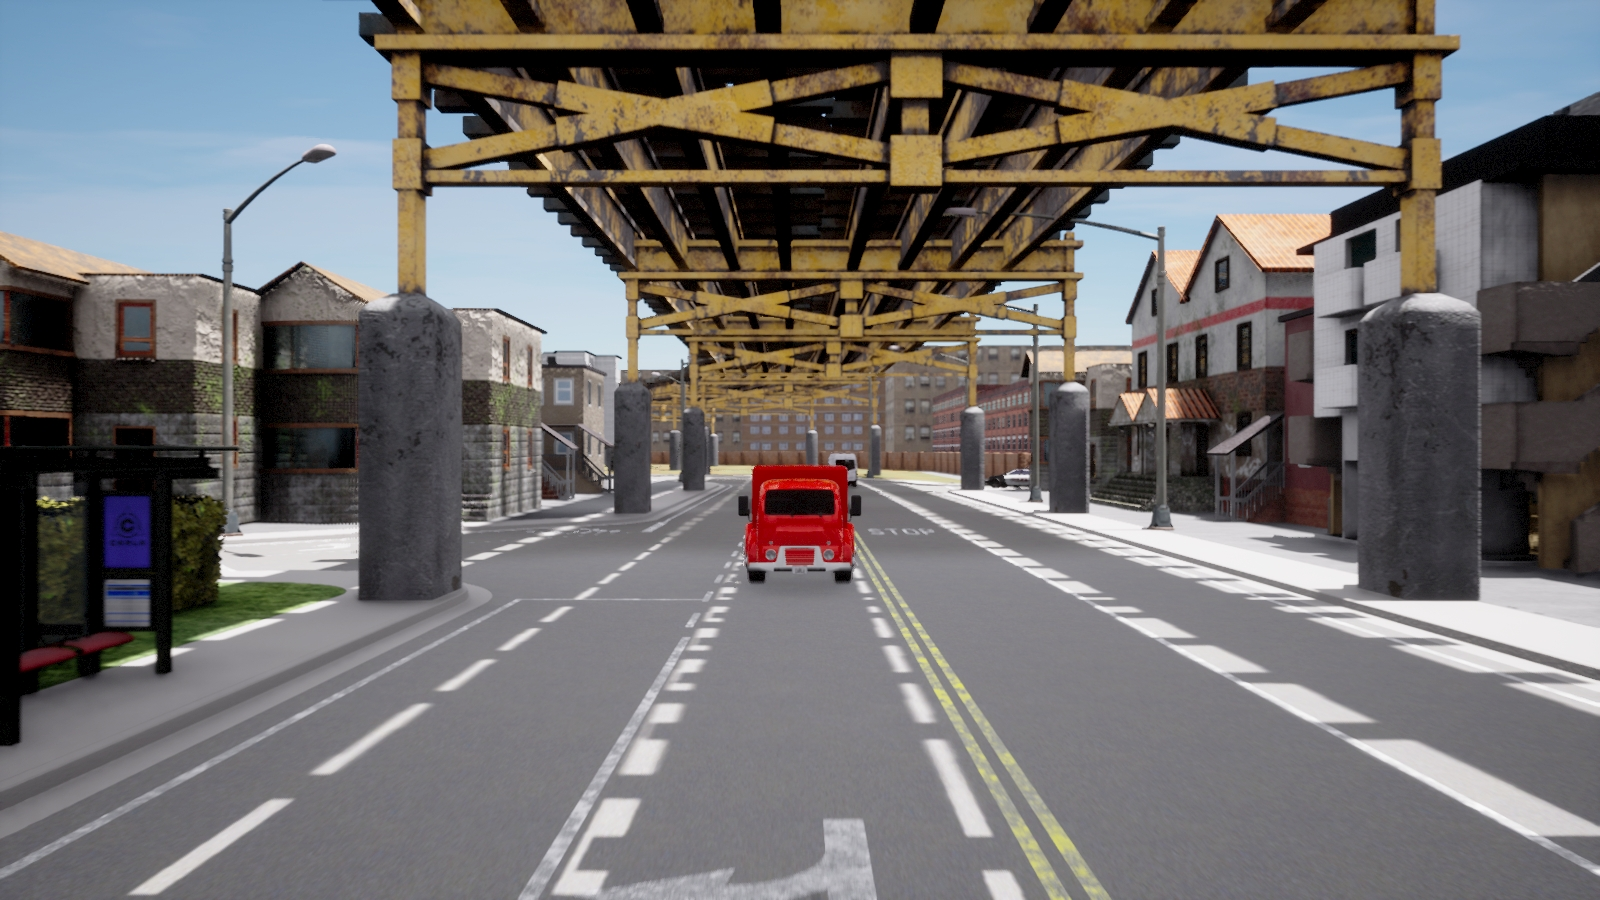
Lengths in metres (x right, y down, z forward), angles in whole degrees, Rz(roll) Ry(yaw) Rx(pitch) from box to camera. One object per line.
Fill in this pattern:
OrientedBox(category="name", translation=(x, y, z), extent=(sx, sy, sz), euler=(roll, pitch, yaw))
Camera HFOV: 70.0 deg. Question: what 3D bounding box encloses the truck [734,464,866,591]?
OrientedBox(category="truck", translation=(-0.008, 1.571, 25.374), extent=(2.627, 2.467, 5.204), euler=(0, 0, 0))
